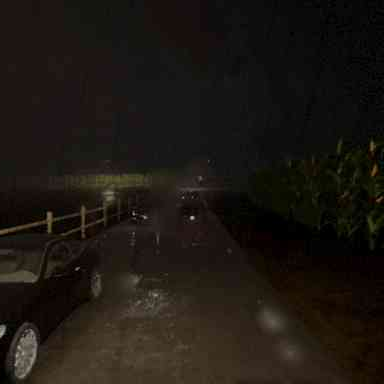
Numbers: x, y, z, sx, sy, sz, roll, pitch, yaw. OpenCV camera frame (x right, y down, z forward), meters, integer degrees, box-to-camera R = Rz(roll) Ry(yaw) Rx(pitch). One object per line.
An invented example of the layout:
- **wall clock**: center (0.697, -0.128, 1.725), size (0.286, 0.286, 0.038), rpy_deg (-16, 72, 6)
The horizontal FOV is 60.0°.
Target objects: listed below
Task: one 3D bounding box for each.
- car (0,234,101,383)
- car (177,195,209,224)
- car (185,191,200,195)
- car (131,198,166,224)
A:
- **car**: center (-2.824, 1.487, 5.428), size (1.812, 1.442, 4.674), rpy_deg (0, 0, 0)
- **car**: center (0.042, 1.215, 22.382), size (1.837, 1.490, 4.892), rpy_deg (0, 2, 1)
- **car**: center (0.088, 0.627, 42.015), size (2.033, 1.411, 5.357), rpy_deg (0, 2, 0)
- **car**: center (-2.757, 1.223, 22.013), size (1.837, 1.490, 4.892), rpy_deg (0, 1, 0)
